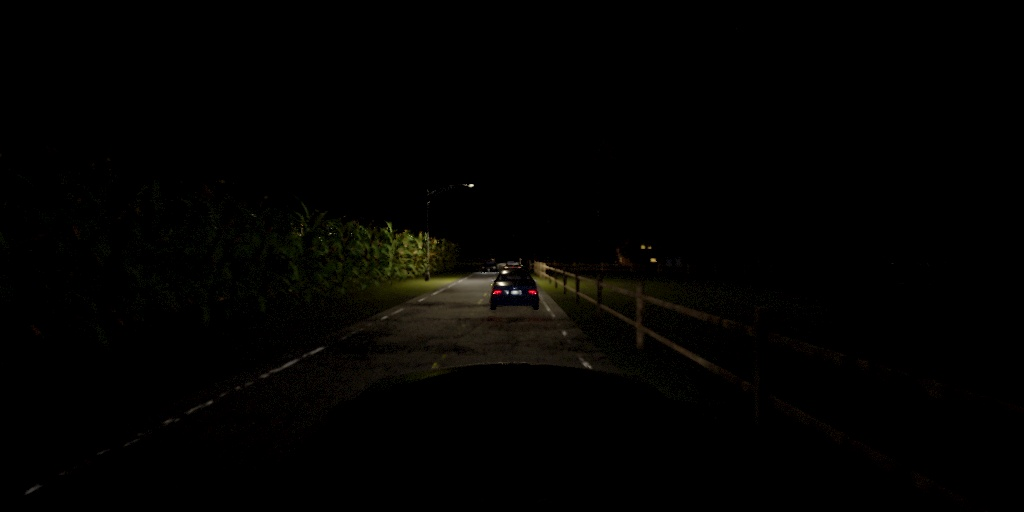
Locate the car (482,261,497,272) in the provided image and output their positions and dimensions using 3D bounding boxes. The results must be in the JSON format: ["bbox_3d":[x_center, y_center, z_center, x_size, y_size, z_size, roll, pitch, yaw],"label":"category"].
[{"bbox_3d":[-2.814,1.335,46.279,2.033,1.411,5.357,0,0,0],"label":"car"}]

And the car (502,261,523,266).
[{"bbox_3d":[0.081,1.264,35.425,2.128,1.511,4.902,0,0,0],"label":"car"}]

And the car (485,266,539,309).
[{"bbox_3d":[0.088,1.303,14.814,2.033,1.411,5.357,0,0,0],"label":"car"}]
